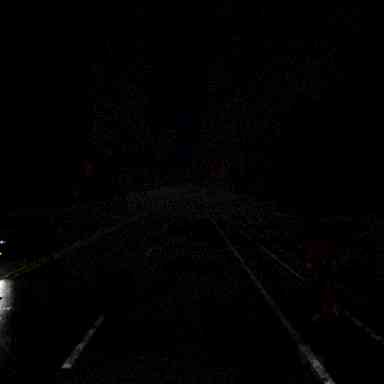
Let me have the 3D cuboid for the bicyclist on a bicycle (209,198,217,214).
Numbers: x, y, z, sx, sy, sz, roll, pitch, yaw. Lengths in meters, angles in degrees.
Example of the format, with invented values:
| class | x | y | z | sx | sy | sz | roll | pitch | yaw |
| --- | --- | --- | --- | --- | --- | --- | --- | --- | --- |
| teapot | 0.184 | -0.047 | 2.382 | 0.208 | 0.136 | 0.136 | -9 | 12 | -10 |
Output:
| class | x | y | z | sx | sy | sz | roll | pitch | yaw |
| --- | --- | --- | --- | --- | --- | --- | --- | --- | --- |
| bicyclist on a bicycle | 2.145 | 1.412 | 33.586 | 0.866 | 1.612 | 1.509 | 0 | 0 | 1 |

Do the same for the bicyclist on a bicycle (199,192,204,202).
| class | x | y | z | sx | sy | sz | roll | pitch | yaw |
| --- | --- | --- | --- | --- | --- | --- | --- | --- | --- |
| bicyclist on a bicycle | 2.117 | 1.225 | 64.576 | 0.866 | 1.612 | 1.509 | 1 | 0 | 2 |

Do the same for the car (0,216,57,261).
| class | x | y | z | sx | sy | sz | roll | pitch | yaw |
| --- | --- | --- | --- | --- | --- | --- | --- | --- | --- |
| car | -6.600 | 1.580 | 12.168 | 1.994 | 1.385 | 4.181 | 0 | 0 | 0 |

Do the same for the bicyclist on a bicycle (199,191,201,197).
| class | x | y | z | sx | sy | sz | roll | pitch | yaw |
| --- | --- | --- | --- | --- | --- | --- | --- | --- | --- |
| bicyclist on a bicycle | 2.219 | 0.549 | 94.290 | 0.659 | 1.776 | 1.843 | 0 | 2 | 0 |

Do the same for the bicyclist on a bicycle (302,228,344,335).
| class | x | y | z | sx | sy | sz | roll | pitch | yaw |
| --- | --- | --- | --- | --- | --- | --- | --- | --- | --- |
| bicyclist on a bicycle | 2.268 | 1.464 | 5.815 | 0.582 | 1.620 | 1.656 | 0 | 0 | 0 |
